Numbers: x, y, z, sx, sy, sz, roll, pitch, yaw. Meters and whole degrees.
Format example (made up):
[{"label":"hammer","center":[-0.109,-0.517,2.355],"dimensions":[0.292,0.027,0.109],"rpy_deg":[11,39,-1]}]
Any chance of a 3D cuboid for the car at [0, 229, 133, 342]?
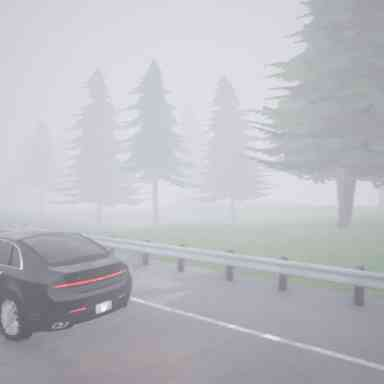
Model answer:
[{"label":"car","center":[-3.283,1.492,6.508],"dimensions":[4.892,1.490,1.837],"rpy_deg":[0,0,37]}]
